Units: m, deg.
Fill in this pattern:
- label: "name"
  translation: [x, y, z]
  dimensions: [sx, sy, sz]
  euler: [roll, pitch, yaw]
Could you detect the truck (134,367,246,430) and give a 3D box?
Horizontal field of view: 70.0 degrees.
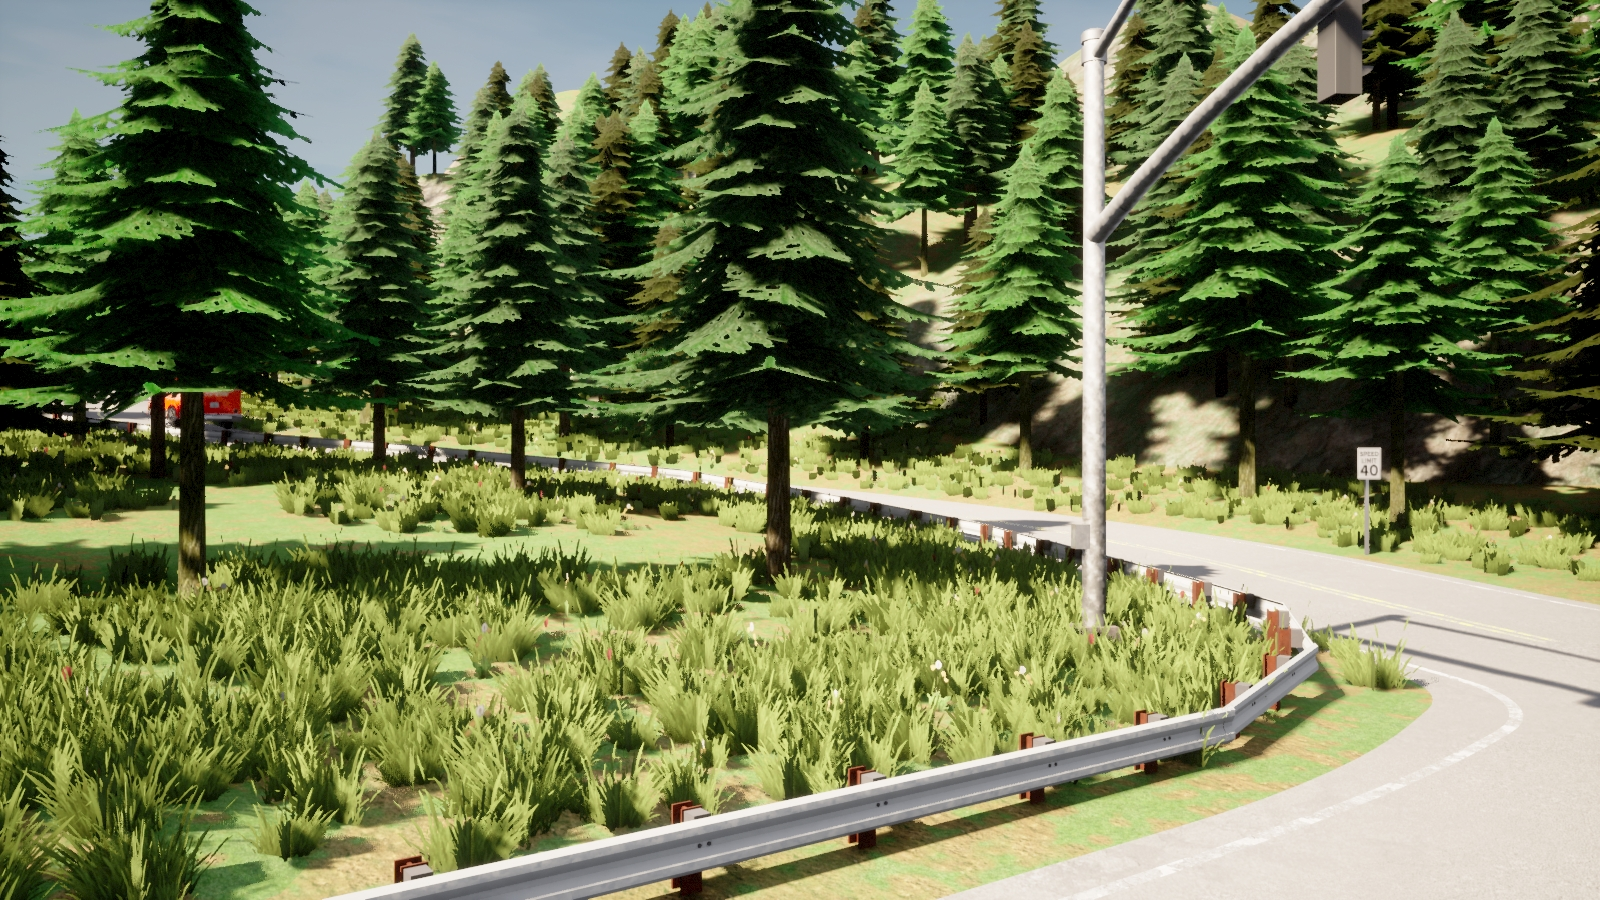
- label: "truck"
  translation: [-27.477, -2.326, 51.427]
  dimensions: [5.204, 2.467, 2.627]
  euler: [7, 5, 40]
